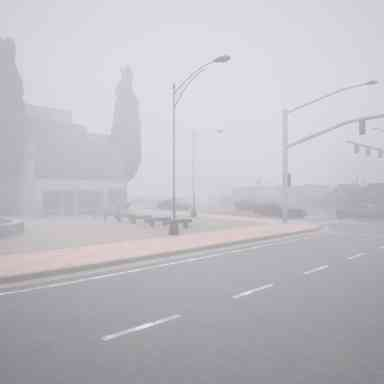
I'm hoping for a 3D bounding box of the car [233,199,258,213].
[{"bbox_3d":[6.568,1.492,35.390,2.128,1.511,4.902,0,0,-40],"label":"car"}]

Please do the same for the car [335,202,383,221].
[{"bbox_3d":[14.103,1.564,27.400,4.181,1.385,1.994,0,0,41],"label":"car"}]

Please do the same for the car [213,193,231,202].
[{"bbox_3d":[6.859,1.395,69.063,3.806,1.475,1.970,0,0,-42],"label":"car"}]

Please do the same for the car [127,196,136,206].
[{"bbox_3d":[-11.245,1.548,51.046,2.033,1.411,5.357,0,0,-40],"label":"car"}]

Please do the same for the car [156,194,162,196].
[{"bbox_3d":[-6.055,1.564,61.426,1.994,1.385,4.181,0,0,-40],"label":"car"}]

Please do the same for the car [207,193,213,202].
[{"bbox_3d":[4.940,1.156,71.231,3.866,1.878,1.905,0,0,-42],"label":"car"}]

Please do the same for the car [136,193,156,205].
[{"bbox_3d":[-9.156,1.491,59.667,2.128,1.511,4.902,0,0,-40],"label":"car"}]

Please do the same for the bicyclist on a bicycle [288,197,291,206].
[{"bbox_3d":[12.886,1.261,44.843,1.656,1.620,0.582,-7,4,-40],"label":"bicyclist on a bicycle"}]

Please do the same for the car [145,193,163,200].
[{"bbox_3d":[-10.040,1.153,88.044,4.605,1.855,1.932,0,0,-42],"label":"car"}]

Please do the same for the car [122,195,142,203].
[{"bbox_3d":[-12.528,1.478,69.004,1.882,1.535,5.008,0,0,-40],"label":"car"}]

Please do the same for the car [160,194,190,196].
[{"bbox_3d":[-1.924,1.478,45.417,1.882,1.535,5.008,0,1,-40],"label":"car"}]

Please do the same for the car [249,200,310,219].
[{"bbox_3d":[7.627,1.601,28.725,1.895,1.301,4.718,0,0,-40],"label":"car"}]

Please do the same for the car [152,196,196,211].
[{"bbox_3d":[-2.175,1.548,40.295,2.033,1.411,5.357,0,0,-40],"label":"car"}]
